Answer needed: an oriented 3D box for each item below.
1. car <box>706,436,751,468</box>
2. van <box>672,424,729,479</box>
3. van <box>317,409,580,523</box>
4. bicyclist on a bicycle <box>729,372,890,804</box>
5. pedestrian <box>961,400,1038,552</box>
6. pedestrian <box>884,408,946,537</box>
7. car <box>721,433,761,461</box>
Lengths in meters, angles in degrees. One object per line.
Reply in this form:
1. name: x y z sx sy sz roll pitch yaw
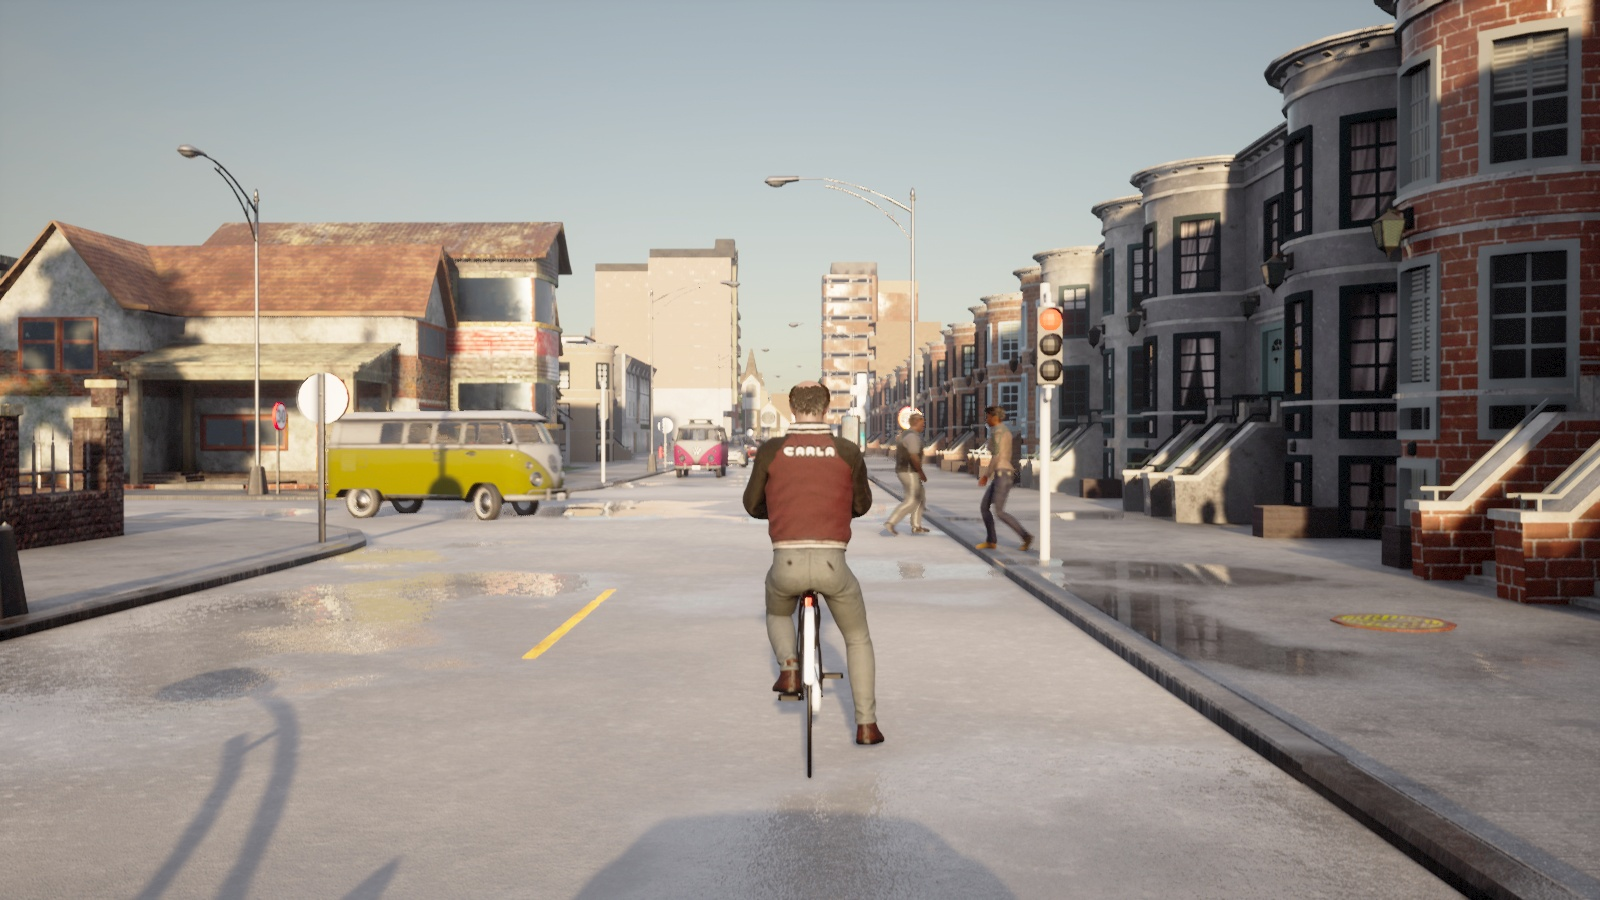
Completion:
1. car: -3.579 0.072 63.490 2.007 1.525 4.514 0 1 0
2. van: -3.687 0.037 47.162 1.775 1.987 4.442 0 1 1
3. van: -6.520 0.265 23.408 4.442 1.987 1.775 0 0 16
4. bicyclist on a bicycle: 0.045 0.557 6.079 0.659 1.776 1.843 0 1 0
5. pedestrian: 2.427 0.309 15.272 0.869 1.805 0.328 0 1 22
6. pedestrian: 1.698 0.329 18.615 0.849 1.883 0.563 0 1 -2
7. car: -3.499 -0.210 75.143 2.152 1.651 5.027 0 1 0
